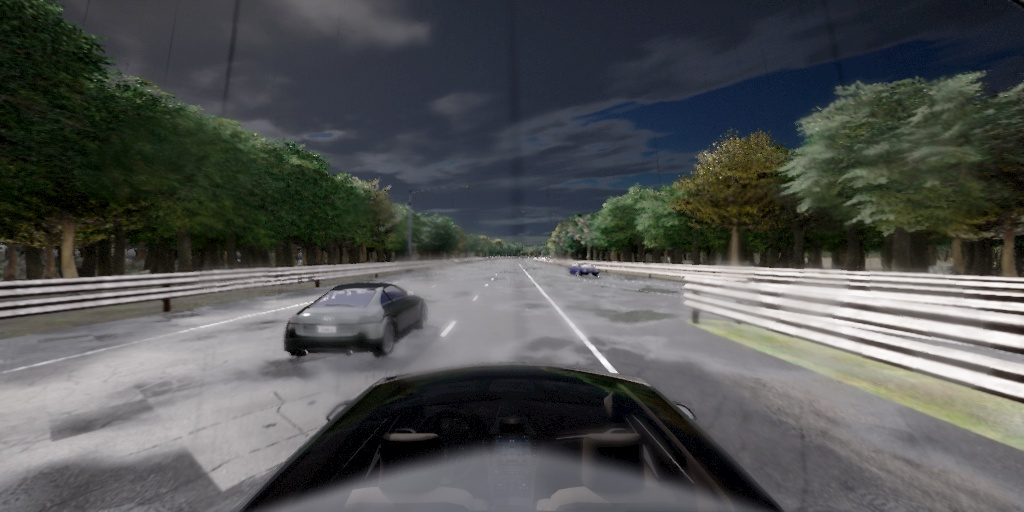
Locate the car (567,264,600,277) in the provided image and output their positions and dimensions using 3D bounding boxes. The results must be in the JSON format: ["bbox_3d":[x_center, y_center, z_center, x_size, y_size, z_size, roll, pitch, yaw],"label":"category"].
[{"bbox_3d":[7.110,1.427,36.229,1.895,1.301,4.718,0,0,-9],"label":"car"}]

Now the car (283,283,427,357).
[{"bbox_3d":[-3.400,1.325,8.603,1.994,1.385,4.181,0,0,0],"label":"car"}]
